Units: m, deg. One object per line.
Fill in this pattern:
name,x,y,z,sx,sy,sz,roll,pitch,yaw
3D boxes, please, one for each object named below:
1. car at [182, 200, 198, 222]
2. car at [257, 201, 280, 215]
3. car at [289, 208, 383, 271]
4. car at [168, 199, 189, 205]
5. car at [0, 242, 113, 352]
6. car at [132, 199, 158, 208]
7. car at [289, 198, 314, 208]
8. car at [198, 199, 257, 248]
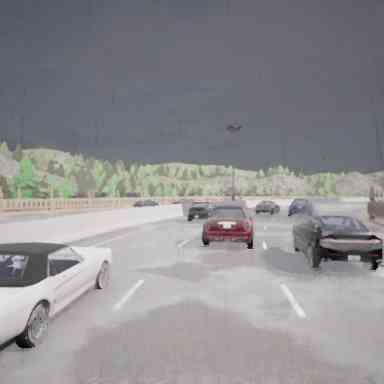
car,1.054,1.558,26.714,1.837,1.490,4.892,0,0,17
car,8.136,1.650,35.574,2.033,1.411,5.357,0,0,25
car,4.586,1.518,11.105,2.128,1.511,4.902,0,0,8
car,-1.363,1.695,48.132,2.033,1.411,5.357,0,0,29
car,-3.028,1.594,6.236,1.895,1.301,4.718,0,0,4
car,-6.406,1.688,45.907,1.994,1.385,4.181,0,0,27
car,10.880,1.449,32.947,2.097,1.767,4.553,0,0,23
car,1.769,1.376,15.250,2.097,1.767,4.553,0,0,10
